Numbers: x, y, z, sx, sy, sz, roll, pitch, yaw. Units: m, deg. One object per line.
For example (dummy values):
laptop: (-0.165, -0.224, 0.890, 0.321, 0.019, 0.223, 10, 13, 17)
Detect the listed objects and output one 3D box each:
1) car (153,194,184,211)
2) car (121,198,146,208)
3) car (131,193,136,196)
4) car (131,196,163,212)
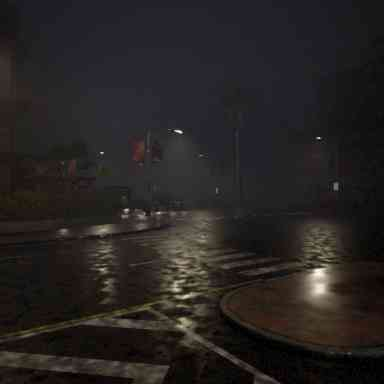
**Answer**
car: (-3.192, 1.222, 41.825, 2.150, 2.045, 5.566, 0, 0, -35)
car: (-8.782, 1.601, 49.841, 1.895, 1.301, 4.718, 0, 0, -34)
car: (-13.392, 1.220, 68.456, 2.150, 2.045, 5.566, 0, 0, -39)
car: (-5.617, 1.526, 39.156, 1.812, 1.442, 4.674, 0, 0, -35)
